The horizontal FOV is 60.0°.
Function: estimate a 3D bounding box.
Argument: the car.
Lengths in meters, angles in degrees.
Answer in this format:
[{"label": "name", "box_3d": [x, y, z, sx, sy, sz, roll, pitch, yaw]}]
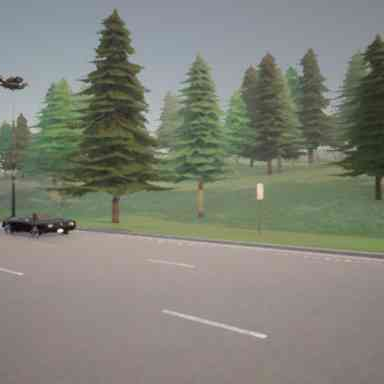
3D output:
[{"label": "car", "box_3d": [-8.740, 1.780, 18.819, 4.718, 1.301, 1.895, -1, 0, 35]}]
